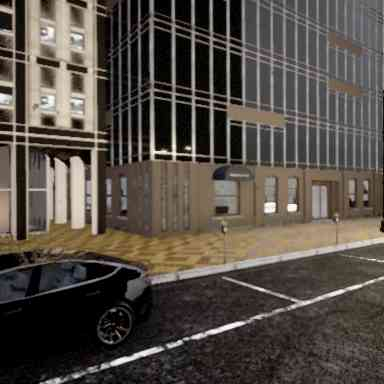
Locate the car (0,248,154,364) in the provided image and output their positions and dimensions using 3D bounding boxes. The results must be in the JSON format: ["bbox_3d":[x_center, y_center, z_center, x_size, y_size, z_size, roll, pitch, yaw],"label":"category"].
[{"bbox_3d":[-2.608,1.566,4.703,4.313,1.339,1.947,0,0,-36],"label":"car"}]
